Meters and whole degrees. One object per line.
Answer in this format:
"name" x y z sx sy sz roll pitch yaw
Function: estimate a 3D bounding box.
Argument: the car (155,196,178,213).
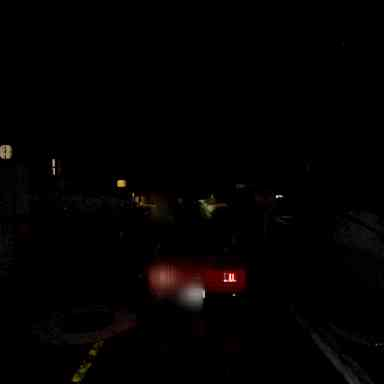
"car" -2.850 1.536 37.121 1.812 1.442 4.674 0 0 0

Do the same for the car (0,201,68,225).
"car" -11.201 1.389 23.049 4.902 1.511 2.128 0 3 -14

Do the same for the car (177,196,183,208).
"car" -2.841 1.607 50.084 1.994 1.385 4.181 0 0 0

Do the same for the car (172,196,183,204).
"car" -2.793 1.570 65.635 1.882 1.535 5.008 0 0 1

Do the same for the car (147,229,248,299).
"car" 0.100 1.594 8.362 1.895 1.301 4.718 0 0 0

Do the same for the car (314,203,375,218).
"car" 11.792 1.470 24.559 5.357 1.411 2.033 0 3 2
